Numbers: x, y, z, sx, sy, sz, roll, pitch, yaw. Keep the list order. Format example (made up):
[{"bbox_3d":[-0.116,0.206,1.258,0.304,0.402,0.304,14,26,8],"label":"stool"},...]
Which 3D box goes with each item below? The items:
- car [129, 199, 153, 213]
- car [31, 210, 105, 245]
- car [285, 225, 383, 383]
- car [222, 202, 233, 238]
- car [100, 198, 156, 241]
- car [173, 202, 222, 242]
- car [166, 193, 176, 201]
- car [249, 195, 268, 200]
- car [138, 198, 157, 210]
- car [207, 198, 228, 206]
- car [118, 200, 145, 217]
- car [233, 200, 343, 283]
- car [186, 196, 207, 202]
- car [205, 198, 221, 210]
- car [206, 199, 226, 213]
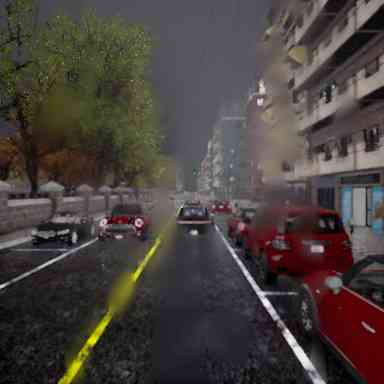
[{"bbox_3d":[-5.695,1.518,37.684,2.008,1.369,4.403,0,0,0],"label":"car"},{"bbox_3d":[-5.693,1.534,15.163,2.008,1.369,4.403,0,0,0],"label":"car"},{"bbox_3d":[2.688,1.436,3.903,1.967,1.590,4.097,0,0,0],"label":"car"},{"bbox_3d":[2.687,1.424,15.164,1.967,1.590,4.097,0,0,0],"label":"car"},{"bbox_3d":[-3.101,1.334,16.431,2.097,1.767,4.553,0,0,0],"label":"car"},{"bbox_3d":[0.094,1.474,16.248,2.128,1.511,4.902,0,0,0],"label":"car"},{"bbox_3d":[-5.703,1.281,86.881,2.192,1.841,5.009,0,0,0],"label":"car"},{"bbox_3d":[14.608,1.551,70.310,5.009,1.841,2.192,1,-1,0],"label":"car"},{"bbox_3d":[-5.697,1.491,43.144,1.752,1.417,4.829,0,0,0],"label":"car"},{"bbox_3d":[2.685,1.410,32.055,1.967,1.590,4.097,0,0,0],"label":"car"},{"bbox_3d":[-5.695,1.495,31.883,1.752,1.417,4.829,0,0,0],"label":"car"},{"bbox_3d":[2.687,1.305,9.533,2.192,1.841,5.009,0,0,0],"label":"car"},{"bbox_3d":[0.093,1.461,32.135,2.128,1.511,4.902,0,0,0],"label":"car"},{"bbox_3d":[2.683,1.491,43.487,1.752,1.417,4.829,0,0,0],"label":"car"},{"bbox_3d":[2.685,1.533,37.685,1.947,1.339,4.313,0,0,0],"label":"car"}]
